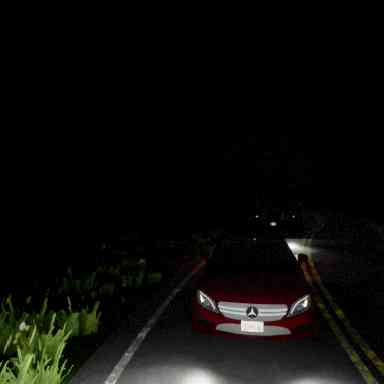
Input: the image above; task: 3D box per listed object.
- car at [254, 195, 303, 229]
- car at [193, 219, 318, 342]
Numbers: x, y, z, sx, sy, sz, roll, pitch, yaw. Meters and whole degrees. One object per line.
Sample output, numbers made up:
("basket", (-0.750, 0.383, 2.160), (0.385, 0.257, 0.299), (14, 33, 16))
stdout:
("car", (5.035, 1.213, 18.974), (2.150, 2.045, 5.566), (-2, -1, 22))
("car", (1.229, 1.534, 6.728), (1.812, 1.442, 4.674), (-1, 0, 11))
